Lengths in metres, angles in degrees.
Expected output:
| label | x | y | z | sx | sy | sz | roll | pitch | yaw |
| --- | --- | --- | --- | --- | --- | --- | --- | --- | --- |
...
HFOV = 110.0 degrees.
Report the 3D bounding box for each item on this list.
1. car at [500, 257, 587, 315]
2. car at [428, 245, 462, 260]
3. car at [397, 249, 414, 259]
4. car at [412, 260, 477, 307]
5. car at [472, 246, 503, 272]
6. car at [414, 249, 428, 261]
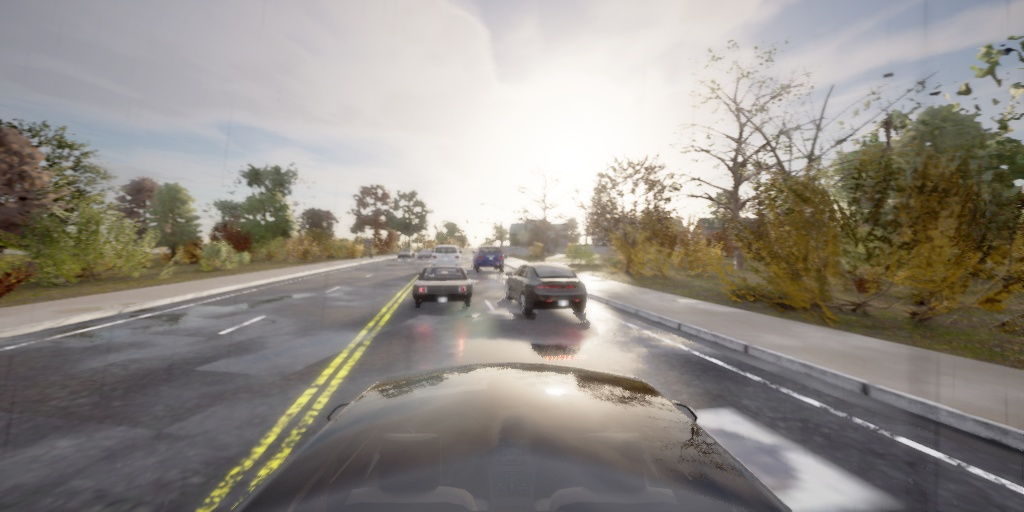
| label | x | y | z | sx | sy | sz | roll | pitch | yaw |
| --- | --- | --- | --- | --- | --- | --- | --- | --- | --- |
| car | 0.976 | 0.965 | 12.161 | 1.837 | 1.490 | 4.892 | 0 | 2 | -10 |
| car | -5.168 | 0.161 | 28.408 | 2.150 | 2.045 | 5.566 | 0 | 2 | -9 |
| car | -15.336 | -0.300 | 52.342 | 2.033 | 1.411 | 5.357 | 0 | 2 | -7 |
| car | -2.530 | 0.999 | 13.298 | 1.895 | 1.301 | 4.718 | 0 | 2 | -10 |
| car | -1.963 | 0.170 | 28.949 | 2.150 | 2.045 | 5.566 | 0 | 2 | -9 |
| car | -11.491 | -0.161 | 47.834 | 1.812 | 1.442 | 4.674 | 0 | 2 | -7 |
